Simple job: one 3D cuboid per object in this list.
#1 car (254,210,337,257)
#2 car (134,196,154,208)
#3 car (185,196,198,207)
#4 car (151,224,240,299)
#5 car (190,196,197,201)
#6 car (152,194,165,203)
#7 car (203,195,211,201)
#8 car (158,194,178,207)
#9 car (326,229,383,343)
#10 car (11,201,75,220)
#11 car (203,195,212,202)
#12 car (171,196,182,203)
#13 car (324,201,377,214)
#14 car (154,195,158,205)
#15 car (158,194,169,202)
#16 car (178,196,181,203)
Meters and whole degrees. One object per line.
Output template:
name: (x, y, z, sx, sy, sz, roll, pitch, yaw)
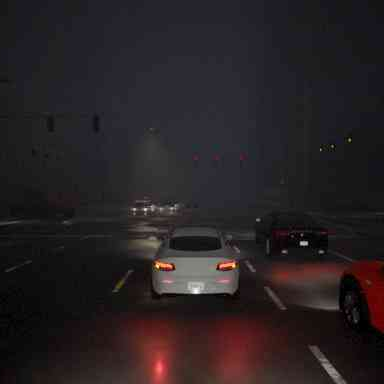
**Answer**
car: (3.647, 1.478, 13.005, 1.882, 1.535, 5.008, 0, 0, 2)
car: (-7.240, 1.478, 48.823, 1.882, 1.535, 5.008, 0, 0, 1)
car: (-0.010, 1.601, 49.584, 1.895, 1.301, 4.718, 0, 0, 0)
car: (0.062, 1.526, 8.295, 1.812, 1.442, 4.674, 0, 0, 0)
car: (0.417, 1.595, 84.732, 1.895, 1.301, 4.718, 0, 0, 1)
car: (-6.862, 1.352, 68.149, 2.097, 1.767, 4.553, 0, 0, 1)
car: (3.990, 1.478, 89.260, 1.882, 1.535, 5.008, 0, 0, 1)
car: (-3.704, 1.478, 51.217, 1.882, 1.535, 5.008, 0, 0, 1)
car: (3.601, 1.352, 3.966, 2.097, 1.767, 4.553, 0, 0, 0)
car: (-12.302, 1.477, 27.670, 5.008, 1.535, 1.882, 0, 0, 0)
car: (3.828, 1.478, 79.146, 1.882, 1.535, 5.008, 0, 0, 1)
car: (-3.304, 1.540, 71.039, 2.033, 1.411, 5.357, 0, 0, 1)
car: (16.411, 1.601, 34.676, 4.718, 1.301, 1.895, 0, 0, 0)
car: (-7.093, 1.491, 58.090, 2.128, 1.511, 4.902, 0, 0, 1)
car: (-6.688, 1.340, 78.238, 2.097, 1.767, 4.553, 0, 0, 1)
car: (-3.544, 1.505, 60.444, 1.837, 1.490, 4.892, 0, 0, 1)
